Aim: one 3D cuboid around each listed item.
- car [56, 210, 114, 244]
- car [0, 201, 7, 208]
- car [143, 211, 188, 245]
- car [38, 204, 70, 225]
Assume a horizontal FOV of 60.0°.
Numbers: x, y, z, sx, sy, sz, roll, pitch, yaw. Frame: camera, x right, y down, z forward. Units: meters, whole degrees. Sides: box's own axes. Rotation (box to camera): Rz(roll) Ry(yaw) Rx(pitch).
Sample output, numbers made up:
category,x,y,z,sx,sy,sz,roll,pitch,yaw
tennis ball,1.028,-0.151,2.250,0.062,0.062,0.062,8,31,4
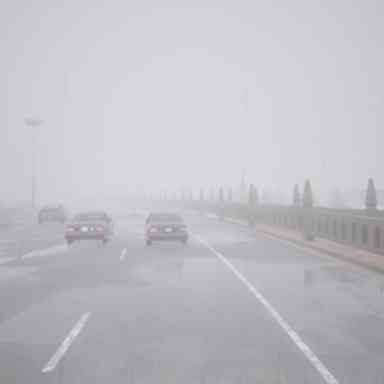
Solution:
category,x,y,z,sx,sy,sz,roll,pitch,yaw
car,-4.965,1.650,16.554,2.033,1.411,5.357,0,0,-10
car,-25.337,1.877,43.412,1.994,1.385,4.181,0,0,-28
car,-1.359,1.635,16.209,2.033,1.411,5.357,0,0,-9
car,-10.665,1.661,25.855,2.128,1.511,4.902,0,0,-15
